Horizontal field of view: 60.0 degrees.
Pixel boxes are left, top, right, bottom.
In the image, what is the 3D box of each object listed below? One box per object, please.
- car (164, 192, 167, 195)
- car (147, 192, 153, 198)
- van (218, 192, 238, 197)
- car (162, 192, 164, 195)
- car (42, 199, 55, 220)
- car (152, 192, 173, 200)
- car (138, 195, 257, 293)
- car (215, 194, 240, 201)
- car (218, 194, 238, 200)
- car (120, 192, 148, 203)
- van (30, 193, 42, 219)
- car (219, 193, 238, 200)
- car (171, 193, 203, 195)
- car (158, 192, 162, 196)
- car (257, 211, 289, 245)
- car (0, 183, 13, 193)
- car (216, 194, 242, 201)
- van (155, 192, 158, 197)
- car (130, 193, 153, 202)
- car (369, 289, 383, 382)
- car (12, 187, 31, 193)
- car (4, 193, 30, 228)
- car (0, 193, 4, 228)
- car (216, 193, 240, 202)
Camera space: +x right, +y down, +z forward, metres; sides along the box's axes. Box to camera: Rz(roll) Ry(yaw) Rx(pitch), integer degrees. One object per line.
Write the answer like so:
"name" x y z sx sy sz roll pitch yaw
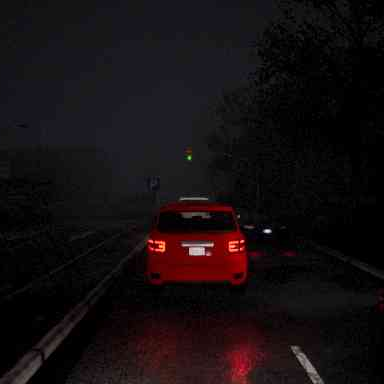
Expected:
"car" -9.414 1.360 82.966 4.674 1.452 2.002 -1 0 -13
"car" -10.919 1.316 68.003 5.366 1.575 1.946 -1 0 -15
"van" 7.165 1.044 67.638 4.442 1.987 1.878 1 0 -14
"car" -9.780 1.360 79.964 4.674 1.452 2.002 -1 0 -13
"car" -13.675 1.405 27.200 4.553 1.767 2.185 -1 0 -19
"car" -8.164 1.066 91.956 5.566 2.045 2.435 -1 0 -12
"car" 0.088 1.230 9.044 2.150 2.045 5.566 0 0 0
"car" 8.051 1.259 76.454 5.366 1.575 1.946 1 0 -13
"car" 8.947 1.299 82.380 4.674 1.452 2.002 1 0 -12
"car" -11.558 1.359 65.010 4.792 1.488 2.163 -1 0 -15
"van" -13.645 1.298 24.222 4.442 1.987 1.878 -1 0 -20
"car" 9.308 1.130 85.311 4.553 1.767 2.185 1 0 -12
"car" 0.120 1.247 19.388 2.150 2.045 5.566 0 0 0
"car" -10.148 1.323 76.968 4.892 1.521 2.231 -1 0 -14
"car" 3.102 1.583 15.635 1.994 1.385 4.181 0 0 0
"car" -31.257 -0.424 55.904 2.435 2.045 5.566 6 -3 -19
"car" 8.074 1.265 73.602 5.366 1.575 1.946 1 0 -13
"van" -10.370 1.094 73.996 4.442 1.987 1.878 -1 0 -14
"car" -10.830 1.197 70.955 4.553 1.767 2.185 -1 0 -14
"car" 3.090 1.225 1.423 2.150 2.045 5.566 0 0 0
"car" -28.263 0.138 55.849 2.002 1.452 4.674 6 -3 -19
"car" -13.755 1.269 21.186 5.566 2.045 2.435 -1 0 -20
"car" -13.823 1.264 18.149 5.566 2.045 2.435 -1 0 -20
"car" 7.543 1.143 70.608 4.553 1.767 2.185 1 0 -14
